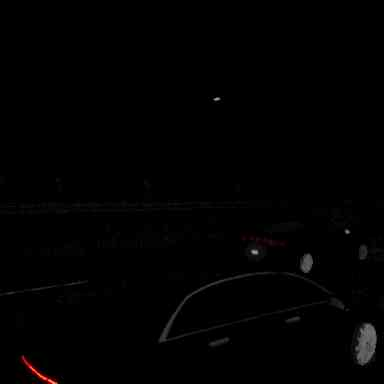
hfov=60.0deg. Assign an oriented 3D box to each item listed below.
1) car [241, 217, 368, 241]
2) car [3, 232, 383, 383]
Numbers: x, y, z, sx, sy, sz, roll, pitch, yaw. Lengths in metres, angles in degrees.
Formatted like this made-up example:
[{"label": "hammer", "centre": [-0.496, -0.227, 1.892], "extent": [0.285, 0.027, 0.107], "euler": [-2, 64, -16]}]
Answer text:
[{"label": "car", "centre": [3.762, 1.561, 10.740], "extent": [5.008, 1.535, 1.882], "euler": [1, 0, -36]}, {"label": "car", "centre": [0.490, 1.529, 4.098], "extent": [4.892, 1.490, 1.837], "euler": [1, 0, -36]}]
